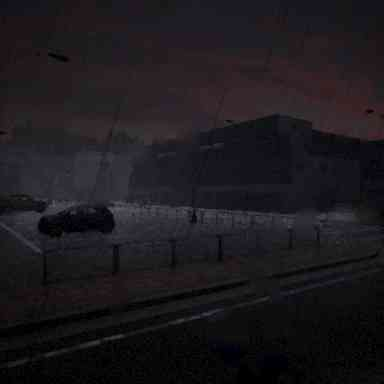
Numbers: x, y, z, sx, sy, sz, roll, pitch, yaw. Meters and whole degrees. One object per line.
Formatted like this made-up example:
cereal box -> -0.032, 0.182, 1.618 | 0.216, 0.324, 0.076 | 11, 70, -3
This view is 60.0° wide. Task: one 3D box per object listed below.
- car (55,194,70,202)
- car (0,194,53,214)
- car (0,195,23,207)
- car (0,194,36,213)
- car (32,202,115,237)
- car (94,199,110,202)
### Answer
car -> -33.417, 1.559, 86.633 | 2.097, 1.767, 4.553 | 1, 0, -35
car -> -16.373, 1.147, 32.160 | 4.605, 1.855, 1.932 | 1, 0, -35
car -> -25.710, 1.200, 44.790 | 5.027, 1.636, 2.152 | 1, 0, -35
car -> -18.376, 1.123, 34.305 | 3.866, 1.878, 1.905 | 1, 0, -35
car -> -5.838, 1.421, 16.851 | 3.633, 1.501, 1.845 | 1, 0, -35
car -> -14.046, 1.768, 52.818 | 1.895, 1.301, 4.718 | 1, 0, -35
